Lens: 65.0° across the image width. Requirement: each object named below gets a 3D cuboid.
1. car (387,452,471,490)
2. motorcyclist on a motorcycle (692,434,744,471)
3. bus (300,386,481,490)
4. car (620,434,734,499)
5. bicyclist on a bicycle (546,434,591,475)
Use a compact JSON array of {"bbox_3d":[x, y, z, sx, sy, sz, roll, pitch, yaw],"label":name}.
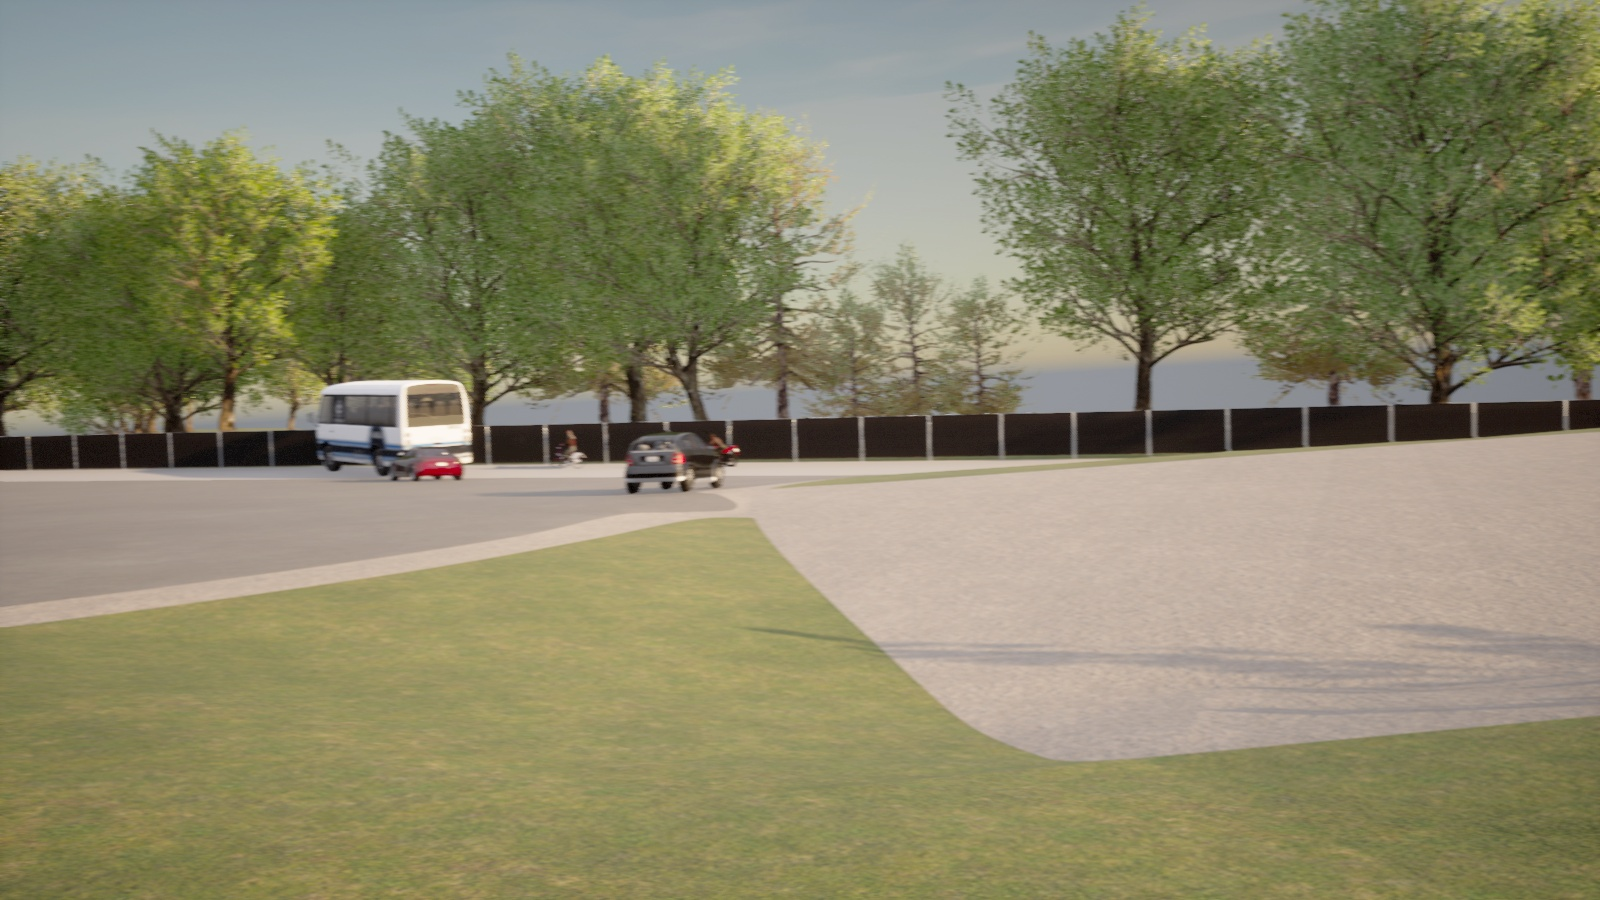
[{"bbox_3d":[-14.777,0.853,49.945,1.994,1.385,4.181,-2,0,-34],"label":"car"},{"bbox_3d":[-3.591,0.098,55.177,2.044,1.523,0.797,-2,4,15],"label":"motorcyclist on a motorcycle"},{"bbox_3d":[-19.393,-0.698,58.903,3.944,4.253,10.273,-7,6,-42],"label":"bus"},{"bbox_3d":[-3.196,0.389,33.321,1.789,1.549,3.705,-3,0,14],"label":"car"},{"bbox_3d":[-10.542,0.214,57.247,1.843,1.776,0.659,-2,4,18],"label":"bicyclist on a bicycle"}]
